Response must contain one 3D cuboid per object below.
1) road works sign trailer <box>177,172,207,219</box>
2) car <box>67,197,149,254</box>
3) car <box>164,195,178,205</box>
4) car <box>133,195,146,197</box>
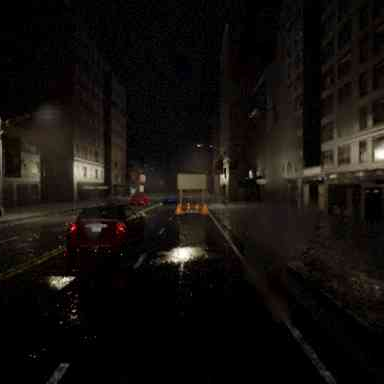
[{"bbox_3d":[-0.001,0.234,26.245,2.380,3.560,2.880,0,1,0],"label":"road works sign trailer"},{"bbox_3d":[-3.150,1.237,13.091,2.097,1.767,4.553,0,1,0],"label":"car"},{"bbox_3d":[-3.151,1.128,49.879,1.994,1.385,4.181,0,1,0],"label":"car"},{"bbox_3d":[-6.581,1.113,41.680,1.882,1.535,5.008,0,0,0],"label":"car"}]
